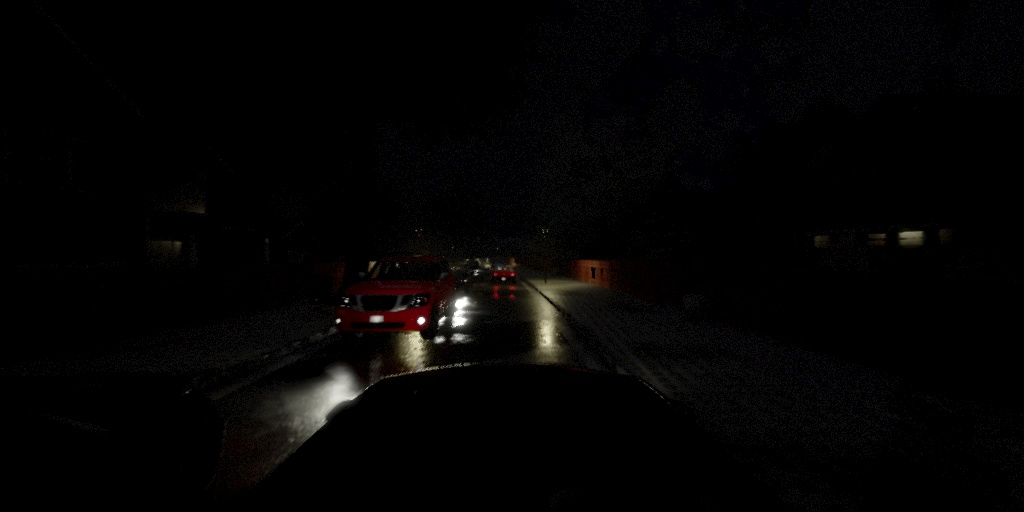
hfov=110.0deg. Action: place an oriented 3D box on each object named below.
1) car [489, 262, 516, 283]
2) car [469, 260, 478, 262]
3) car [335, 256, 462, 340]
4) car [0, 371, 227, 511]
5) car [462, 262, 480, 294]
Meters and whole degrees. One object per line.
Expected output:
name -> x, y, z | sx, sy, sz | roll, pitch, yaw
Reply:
car -> -0.724, 1.411, 28.614 | 1.895, 1.301, 4.718 | 0, 0, -3
car -> -6.195, 1.363, 57.530 | 2.128, 1.511, 4.902 | 0, 0, -6
car -> -2.962, 1.003, 10.459 | 2.150, 2.045, 5.566 | 0, 0, -1
car -> -2.883, 1.255, 0.434 | 1.837, 1.490, 4.892 | 0, 0, 0
car -> -3.229, 1.296, 20.879 | 2.128, 1.511, 4.902 | 0, 0, -1
